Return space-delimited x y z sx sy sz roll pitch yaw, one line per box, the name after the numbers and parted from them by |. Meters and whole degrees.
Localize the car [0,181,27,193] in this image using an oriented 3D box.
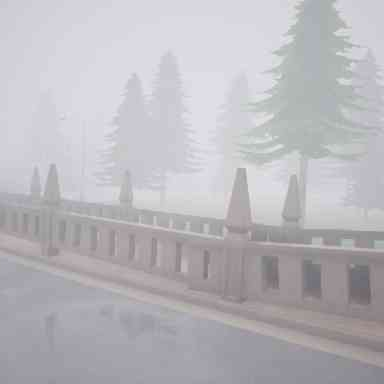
-21.257 -0.474 37.413 1.882 1.535 5.008 4 3 37 | car
